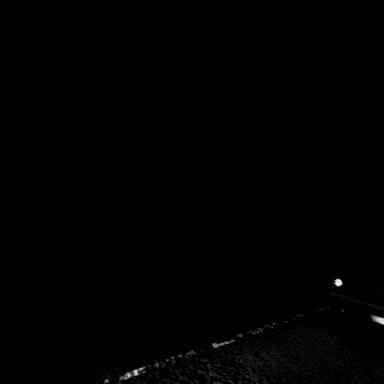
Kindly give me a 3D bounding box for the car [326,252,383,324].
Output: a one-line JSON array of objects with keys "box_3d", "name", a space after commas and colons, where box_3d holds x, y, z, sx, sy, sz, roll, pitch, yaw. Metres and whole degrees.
[{"box_3d": [4.611, 1.601, 6.216, 4.718, 1.301, 1.895, 0, 0, -35], "name": "car"}]
